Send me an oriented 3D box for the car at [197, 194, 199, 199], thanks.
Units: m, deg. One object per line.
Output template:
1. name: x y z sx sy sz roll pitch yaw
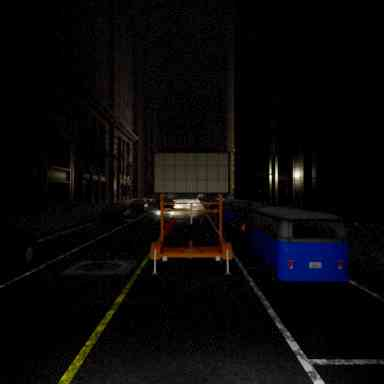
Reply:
1. car: 2.557 1.507 65.270 1.947 1.339 4.313 1 0 0

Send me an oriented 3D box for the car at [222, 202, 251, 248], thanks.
1. car: 2.650 1.437 14.646 1.967 1.590 4.097 1 0 0

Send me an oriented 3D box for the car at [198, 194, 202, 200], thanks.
1. car: 2.567 1.496 59.644 1.887 1.381 4.507 1 0 0

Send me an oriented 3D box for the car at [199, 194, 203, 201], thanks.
1. car: 2.578 1.504 54.019 1.887 1.381 4.507 1 0 0

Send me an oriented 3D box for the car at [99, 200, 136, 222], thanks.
1. car: -5.897 1.534 25.876 1.887 1.381 4.507 1 0 0

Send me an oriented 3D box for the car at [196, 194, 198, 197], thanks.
1. car: 2.527 1.454 82.143 1.887 1.381 4.507 1 0 0

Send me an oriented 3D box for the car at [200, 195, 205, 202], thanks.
1. car: 2.588 1.512 48.394 1.887 1.381 4.507 1 0 0

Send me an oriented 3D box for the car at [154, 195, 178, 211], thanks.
1. car: -3.175 1.454 41.348 1.882 1.535 5.008 0 0 0

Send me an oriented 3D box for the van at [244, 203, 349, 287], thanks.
1. van: 2.661 1.340 9.021 1.690 1.788 3.998 1 0 0

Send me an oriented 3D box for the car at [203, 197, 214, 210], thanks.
1. car: 2.608 1.531 37.146 2.008 1.369 4.403 1 0 0

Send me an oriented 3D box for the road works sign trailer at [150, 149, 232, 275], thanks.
1. road works sign trailer: -0.019 0.462 10.476 2.380 3.560 2.880 0 0 0

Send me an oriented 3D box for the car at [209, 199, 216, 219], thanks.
1. car: 2.628 1.540 25.896 2.008 1.369 4.403 1 0 0

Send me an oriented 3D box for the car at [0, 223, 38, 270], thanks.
1. car: -5.867 1.543 9.003 1.887 1.381 4.507 1 0 0

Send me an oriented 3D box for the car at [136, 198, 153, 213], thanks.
1. car: -5.917 1.531 37.124 2.008 1.369 4.403 1 0 0

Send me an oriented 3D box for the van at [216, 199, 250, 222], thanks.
1. van: 2.641 1.334 20.272 1.690 1.788 3.998 1 0 0

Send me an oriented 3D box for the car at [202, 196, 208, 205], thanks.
1. car: 2.598 1.519 42.770 1.887 1.381 4.507 1 0 0
